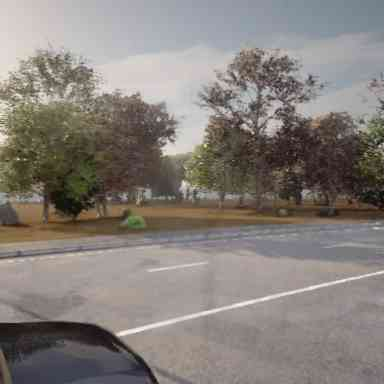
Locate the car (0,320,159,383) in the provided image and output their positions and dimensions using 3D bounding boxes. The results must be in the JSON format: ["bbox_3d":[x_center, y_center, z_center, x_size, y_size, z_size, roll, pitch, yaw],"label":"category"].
[{"bbox_3d":[-2.192,1.551,2.048,4.181,1.385,1.994,0,0,-36],"label":"car"}]
